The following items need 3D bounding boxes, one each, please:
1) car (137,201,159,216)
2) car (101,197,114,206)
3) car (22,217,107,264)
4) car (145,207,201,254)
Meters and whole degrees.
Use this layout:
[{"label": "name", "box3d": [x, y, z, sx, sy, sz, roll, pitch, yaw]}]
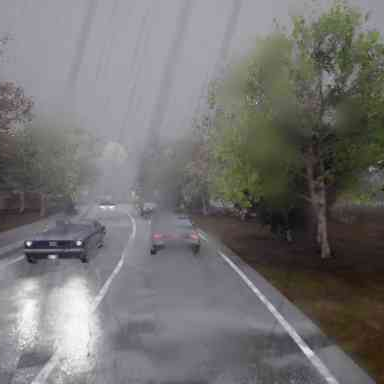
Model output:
[{"label": "car", "box3d": [-4.403, 1.614, 33.309, 2.033, 1.411, 5.357, 1, 0, -14]}, {"label": "car", "box3d": [-13.683, 1.556, 53.915, 1.994, 1.385, 4.181, 1, 0, -15]}, {"label": "car", "box3d": [-4.341, 1.614, 12.050, 1.895, 1.301, 4.718, 0, 0, -6]}, {"label": "car", "box3d": [-0.792, 1.584, 13.702, 2.033, 1.411, 5.357, 0, 0, -6]}]
